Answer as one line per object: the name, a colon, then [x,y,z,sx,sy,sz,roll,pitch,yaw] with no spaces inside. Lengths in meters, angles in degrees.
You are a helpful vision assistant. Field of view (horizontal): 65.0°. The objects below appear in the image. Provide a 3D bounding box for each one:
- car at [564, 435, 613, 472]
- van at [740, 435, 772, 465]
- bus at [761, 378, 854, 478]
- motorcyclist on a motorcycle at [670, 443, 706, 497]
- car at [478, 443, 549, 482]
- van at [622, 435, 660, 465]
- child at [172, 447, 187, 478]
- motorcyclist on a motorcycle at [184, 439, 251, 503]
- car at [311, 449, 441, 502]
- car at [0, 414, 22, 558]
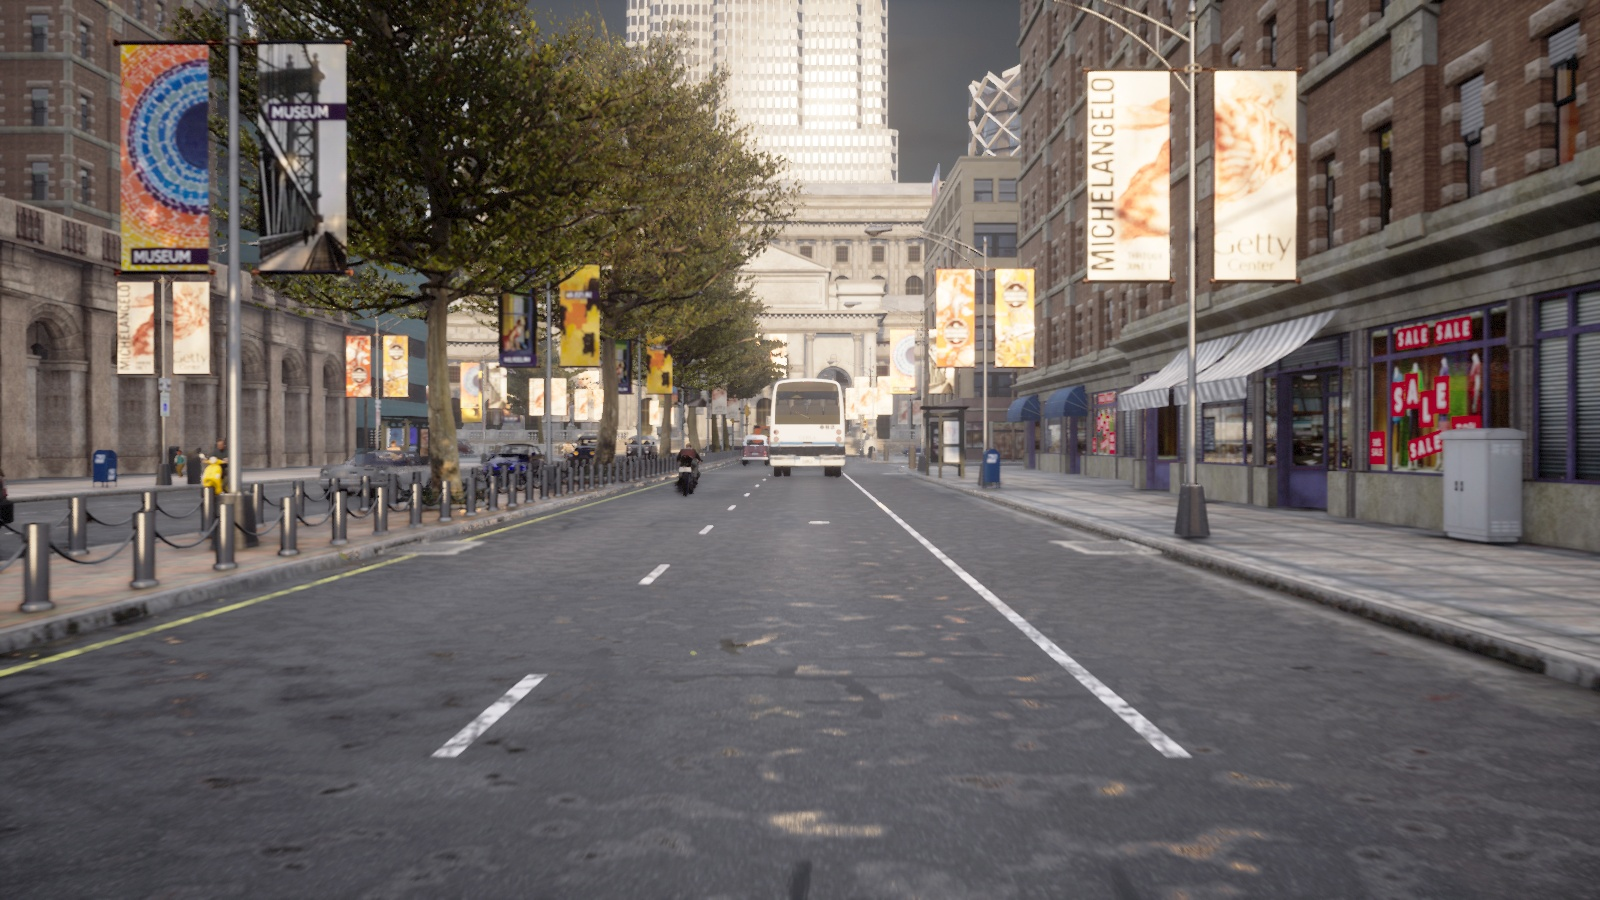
car: [-11.110,0.161,66.106,1.905,1.878,3.866,0,0,0]
van: [-2.995,-0.019,86.376,2.069,2.038,4.480,0,0,0]
bus: [0.350,-0.961,58.825,3.944,4.253,10.273,0,0,0]
motorcyclist on a motorcycle: [-3.275,0.571,36.963,0.866,1.530,2.191,0,0,0]
car: [-11.205,0.473,49.387,1.816,1.474,4.193,0,0,0]
van: [-10.990,-0.030,87.172,2.069,2.038,4.480,0,0,0]
child: [-23.967,0.490,48.512,0.343,1.192,0.448,0,0,8]
motorcyclist on a motorcycle: [-14.804,0.508,31.958,0.866,1.590,1.817,0,0,0]
car: [-11.293,0.647,33.828,1.895,1.301,4.718,0,0,0]
car: [-11.343,0.473,14.370,1.932,1.855,4.605,0,0,1]
